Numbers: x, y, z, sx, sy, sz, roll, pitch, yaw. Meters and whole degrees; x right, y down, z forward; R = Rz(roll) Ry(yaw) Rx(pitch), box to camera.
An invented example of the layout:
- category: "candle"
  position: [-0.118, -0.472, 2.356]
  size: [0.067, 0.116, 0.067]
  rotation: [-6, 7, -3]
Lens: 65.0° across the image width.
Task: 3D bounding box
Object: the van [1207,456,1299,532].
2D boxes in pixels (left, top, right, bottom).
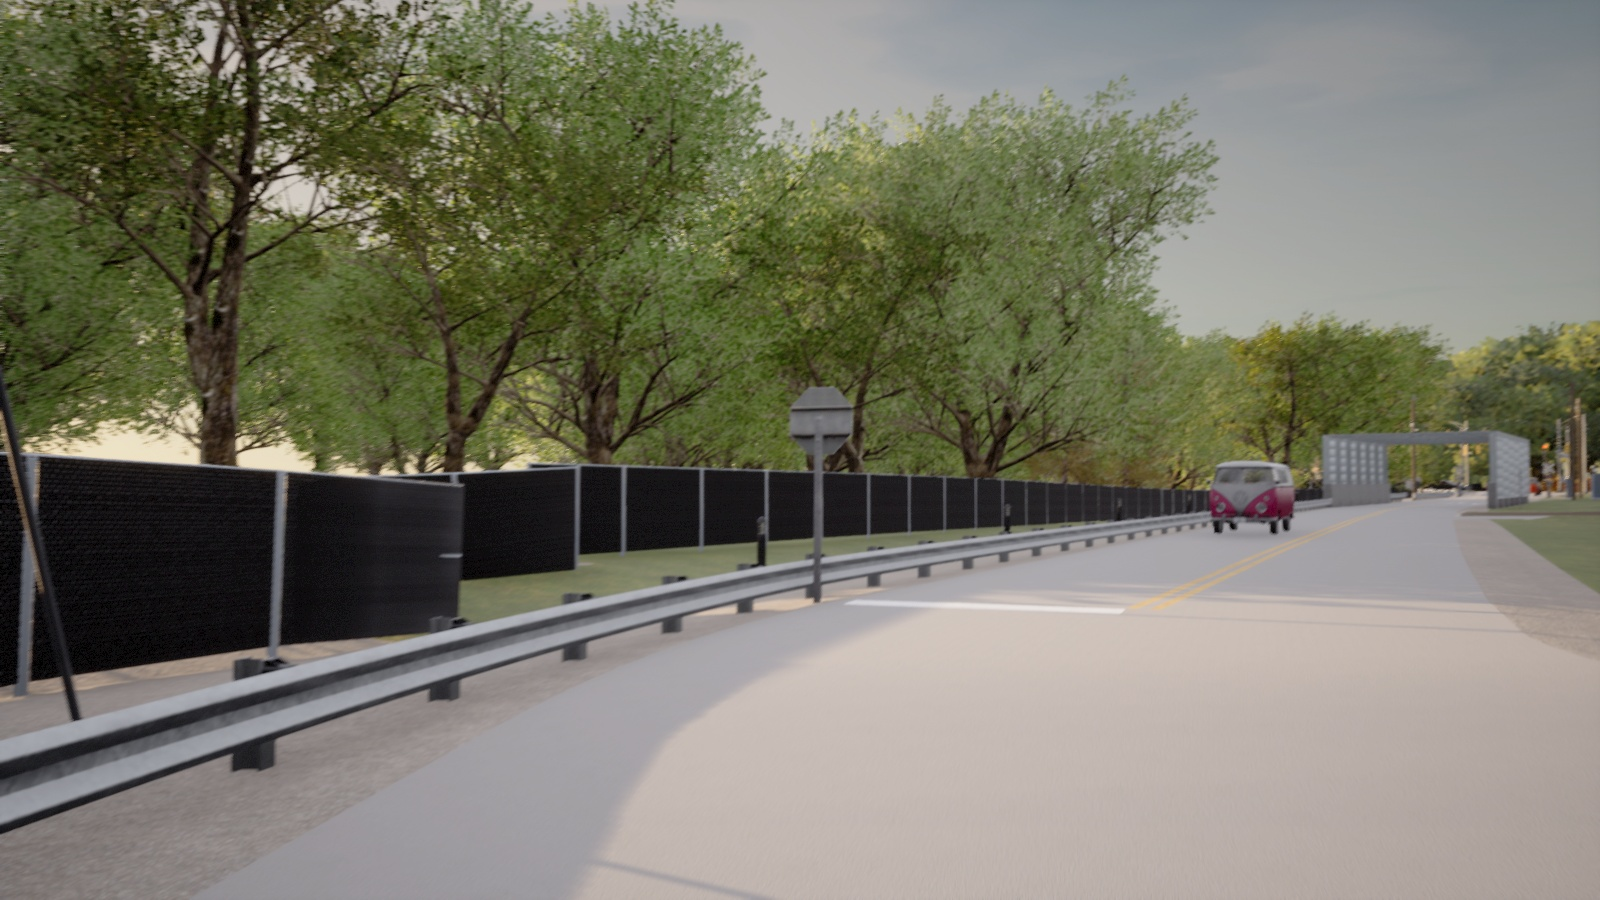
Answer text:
- category: "van"
  position: [12.732, 1.196, 35.153]
  size: [1.775, 1.987, 4.442]
  rotation: [-1, -2, 28]
